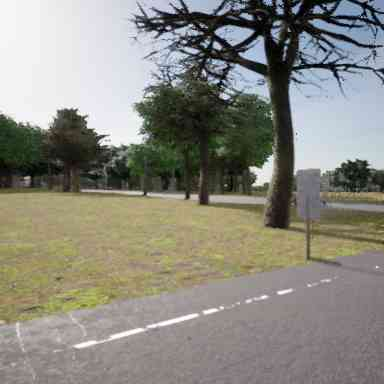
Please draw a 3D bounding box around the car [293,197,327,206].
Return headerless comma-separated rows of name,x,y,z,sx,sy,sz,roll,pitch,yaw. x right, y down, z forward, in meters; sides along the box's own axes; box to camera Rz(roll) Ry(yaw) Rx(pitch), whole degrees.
car,15.457,1.085,43.750,1.994,1.385,4.181,-1,2,-35
